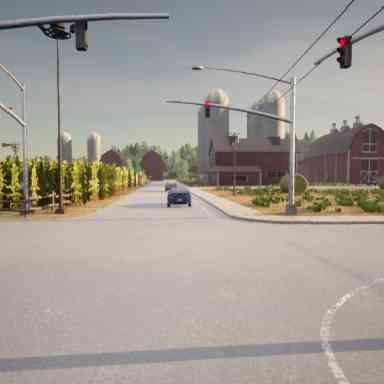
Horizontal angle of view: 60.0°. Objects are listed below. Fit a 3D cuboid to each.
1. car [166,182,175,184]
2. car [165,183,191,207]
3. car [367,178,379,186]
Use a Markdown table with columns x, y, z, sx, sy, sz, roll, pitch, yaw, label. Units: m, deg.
| x | y | z | sx | sy | sz | roll | pitch | yaw | label |
| --- | --- | --- | --- | --- | --- | --- | --- | --- | --- |
| -3.356 | -0.826 | 52.862 | 2.128 | 1.511 | 4.902 | 0 | 3 | -5 | car |
| -1.120 | 0.339 | 27.632 | 1.882 | 1.535 | 5.008 | 0 | 3 | -5 | car |
| 42.348 | -2.351 | 77.564 | 1.905 | 1.878 | 3.866 | 10 | 10 | 41 | car |
